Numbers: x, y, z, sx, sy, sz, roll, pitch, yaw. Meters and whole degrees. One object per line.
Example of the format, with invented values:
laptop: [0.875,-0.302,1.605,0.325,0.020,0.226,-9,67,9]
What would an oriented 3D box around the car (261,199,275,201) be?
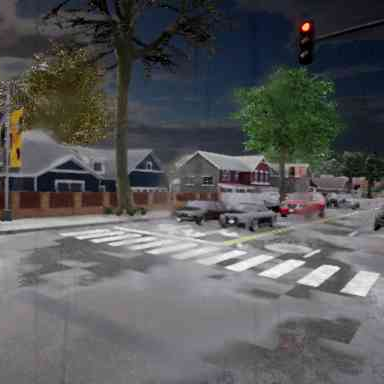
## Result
car: [6.489,1.293,28.767,1.895,1.301,4.718,3,1,36]

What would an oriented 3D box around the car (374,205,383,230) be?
car: [12.662,1.424,20.395,2.097,1.767,4.553,3,1,37]

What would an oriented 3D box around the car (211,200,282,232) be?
car: [3.203,1.345,18.813,1.994,1.385,4.181,3,1,36]

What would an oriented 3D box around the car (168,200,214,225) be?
car: [0.812,1.201,21.050,2.033,1.411,5.357,3,1,36]

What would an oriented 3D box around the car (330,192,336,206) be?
car: [17.427,1.016,43.539,2.150,2.045,5.566,3,1,37]

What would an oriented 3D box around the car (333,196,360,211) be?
car: [18.949,1.436,40.167,1.812,1.442,4.674,3,1,37]

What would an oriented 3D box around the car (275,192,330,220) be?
car: [8.937,1.043,26.596,2.150,2.045,5.566,3,1,37]
